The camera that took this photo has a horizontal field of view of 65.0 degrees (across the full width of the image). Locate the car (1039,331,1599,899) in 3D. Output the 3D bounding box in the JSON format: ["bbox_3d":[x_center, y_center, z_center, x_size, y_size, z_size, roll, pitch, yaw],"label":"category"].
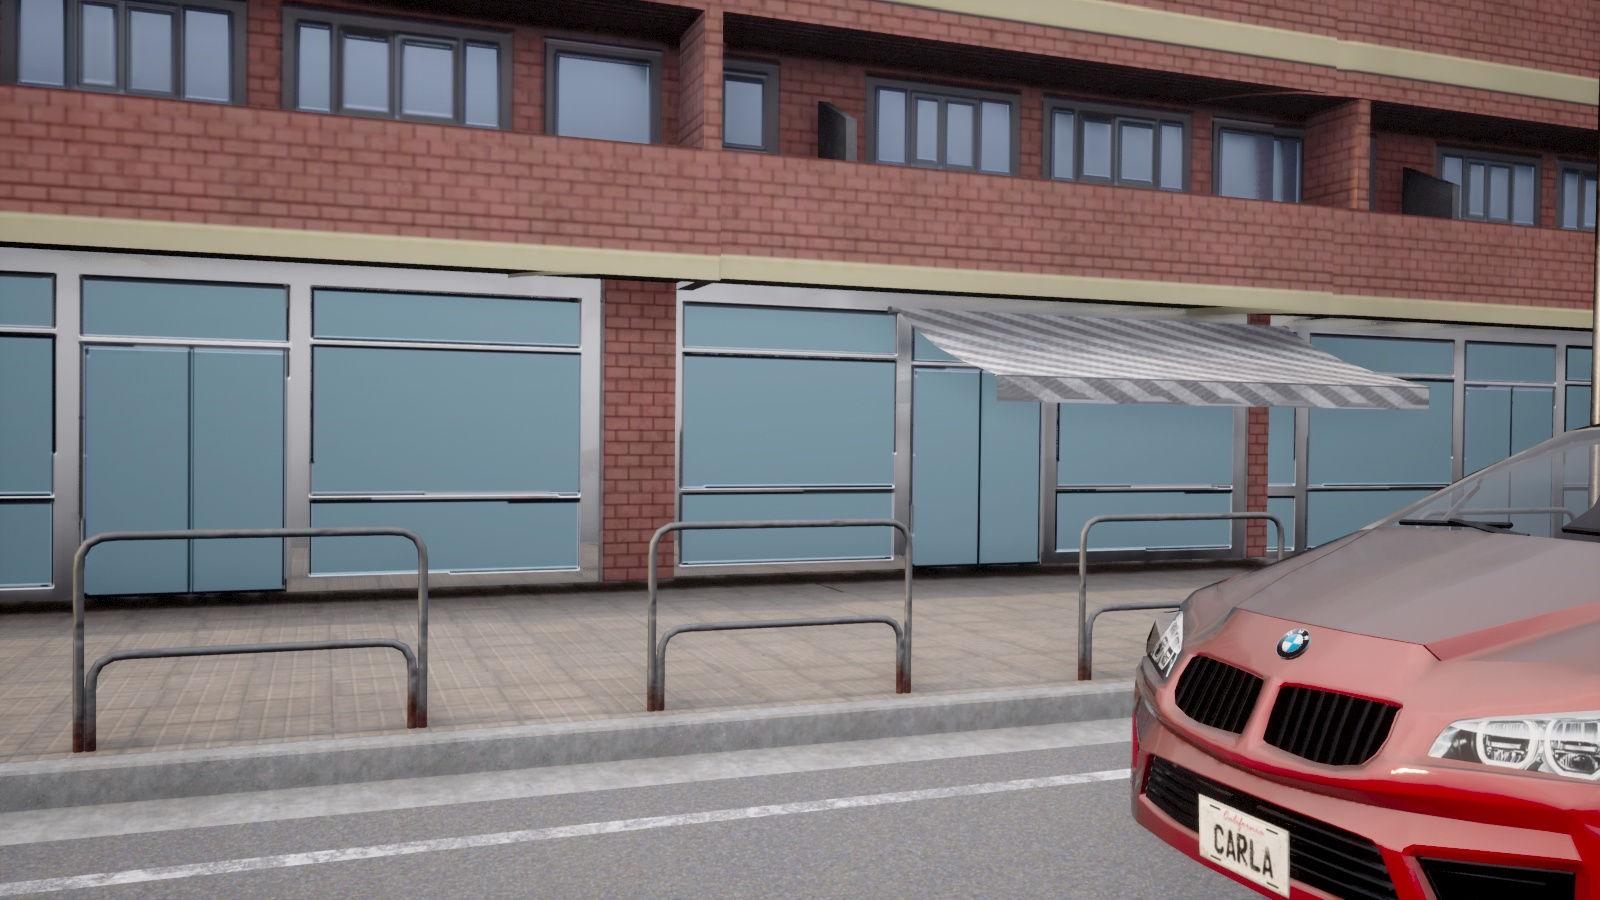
[{"bbox_3d":[3.469,0.531,4.556,4.611,1.667,2.242,-1,1,-21],"label":"car"}]
